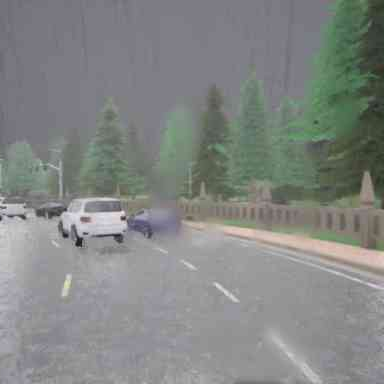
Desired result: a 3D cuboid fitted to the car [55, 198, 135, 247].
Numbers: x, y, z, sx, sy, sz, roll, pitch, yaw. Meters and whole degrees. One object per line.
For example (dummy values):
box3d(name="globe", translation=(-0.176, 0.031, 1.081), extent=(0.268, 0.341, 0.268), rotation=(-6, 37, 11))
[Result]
box3d(name="car", translation=(-4.894, 1.309, 16.065), extent=(2.150, 2.045, 5.566), rotation=(0, 0, -30))

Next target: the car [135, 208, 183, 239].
box3d(name="car", translation=(-2.123, 1.585, 17.895), extent=(1.812, 1.442, 4.674), rotation=(0, 0, -30))

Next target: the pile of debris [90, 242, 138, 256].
box3d(name="pile of debris", translation=(-3.139, 2.238, 13.166), extent=(1.500, 0.140, 1.860), rotation=(-1, 0, -25))

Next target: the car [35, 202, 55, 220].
box3d(name="car", translation=(-13.117, 1.693, 31.158), extent=(1.882, 1.535, 5.008), rotation=(-1, 0, -43))

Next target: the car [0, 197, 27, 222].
box3d(name="car", translation=(-16.593, 1.475, 29.789), extent=(2.150, 2.045, 5.566), rotation=(-1, 0, -43))
